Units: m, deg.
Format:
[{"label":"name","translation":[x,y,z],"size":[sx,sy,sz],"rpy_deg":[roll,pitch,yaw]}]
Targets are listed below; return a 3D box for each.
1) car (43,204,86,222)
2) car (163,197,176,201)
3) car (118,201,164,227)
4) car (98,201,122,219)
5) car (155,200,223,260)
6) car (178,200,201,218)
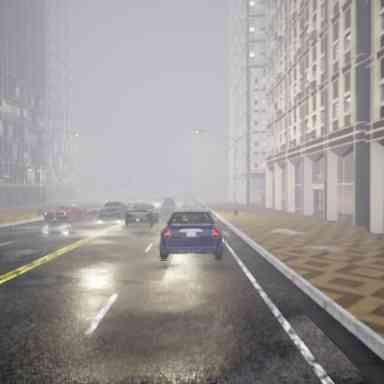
[{"label":"car","translation":[-10.103,1.660,26.682],"size":[1.895,1.301,4.718],"rpy_deg":[0,0,-1]},{"label":"car","translation":[-3.683,1.568,54.223],"size":[1.812,1.442,4.674],"rpy_deg":[0,0,-1]},{"label":"car","translation":[-3.369,1.523,22.917],"size":[2.128,1.511,4.902],"rpy_deg":[0,0,-1]},{"label":"car","translation":[-6.877,1.553,29.401],"size":[1.837,1.490,4.892],"rpy_deg":[0,0,-1]},{"label":"car","translation":[-0.034,1.363,12.668],"size":[2.097,1.767,4.553],"rpy_deg":[0,0,0]},{"label":"car","translation":[-0.215,1.571,32.378],"size":[2.033,1.411,5.357],"rpy_deg":[0,0,-1]}]
